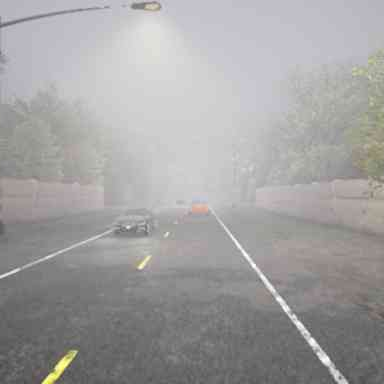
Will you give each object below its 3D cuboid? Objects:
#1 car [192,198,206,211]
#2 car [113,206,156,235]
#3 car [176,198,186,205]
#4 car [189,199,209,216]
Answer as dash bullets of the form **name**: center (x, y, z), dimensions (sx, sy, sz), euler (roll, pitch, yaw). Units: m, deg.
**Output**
- **car**: center (1.032, 1.716, 47.207), dimensions (1.882, 1.535, 5.008), euler (0, 0, 2)
- **car**: center (-3.206, 1.589, 19.391), dimensions (1.837, 1.490, 4.892), euler (0, -1, 1)
- **car**: center (-2.100, 1.882, 65.311), dimensions (1.895, 1.301, 4.718), euler (0, 0, 2)
- **car**: center (0.753, 1.538, 35.516), dimensions (2.097, 1.767, 4.553), euler (0, 0, 1)
